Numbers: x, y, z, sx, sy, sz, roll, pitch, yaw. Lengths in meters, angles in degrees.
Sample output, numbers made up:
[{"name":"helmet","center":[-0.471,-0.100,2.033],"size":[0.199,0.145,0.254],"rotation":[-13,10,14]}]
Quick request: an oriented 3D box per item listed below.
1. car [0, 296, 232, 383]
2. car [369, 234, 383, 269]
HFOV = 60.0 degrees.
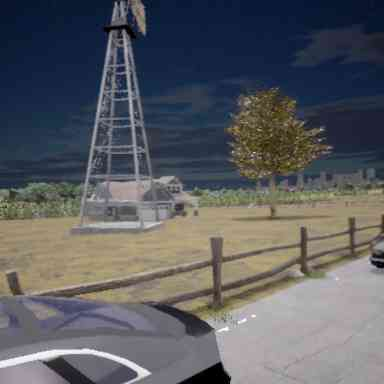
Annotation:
[{"name":"car","center":[-1.868,1.549,1.778],"size":[4.902,1.511,2.128],"rotation":[0,-1,-41]},{"name":"car","center":[7.490,1.604,10.721],"size":[5.357,1.411,2.033],"rotation":[0,-1,-45]}]
